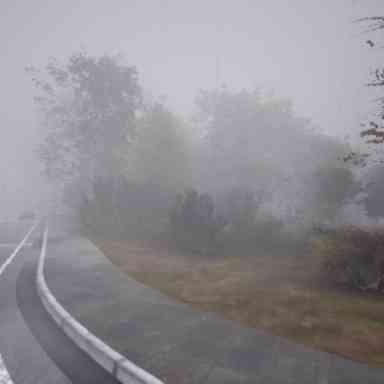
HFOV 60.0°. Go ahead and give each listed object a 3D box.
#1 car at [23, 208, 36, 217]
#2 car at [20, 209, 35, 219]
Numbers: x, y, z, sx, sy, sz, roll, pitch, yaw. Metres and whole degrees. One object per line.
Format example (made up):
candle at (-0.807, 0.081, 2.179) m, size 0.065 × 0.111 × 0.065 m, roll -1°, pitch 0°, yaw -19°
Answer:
car at (-31.145, 3.905, 63.771) m, size 2.033 × 1.411 × 5.357 m, roll 1°, pitch -2°, yaw -24°
car at (-27.101, 3.698, 54.767) m, size 1.994 × 1.385 × 4.181 m, roll 1°, pitch -3°, yaw -24°
